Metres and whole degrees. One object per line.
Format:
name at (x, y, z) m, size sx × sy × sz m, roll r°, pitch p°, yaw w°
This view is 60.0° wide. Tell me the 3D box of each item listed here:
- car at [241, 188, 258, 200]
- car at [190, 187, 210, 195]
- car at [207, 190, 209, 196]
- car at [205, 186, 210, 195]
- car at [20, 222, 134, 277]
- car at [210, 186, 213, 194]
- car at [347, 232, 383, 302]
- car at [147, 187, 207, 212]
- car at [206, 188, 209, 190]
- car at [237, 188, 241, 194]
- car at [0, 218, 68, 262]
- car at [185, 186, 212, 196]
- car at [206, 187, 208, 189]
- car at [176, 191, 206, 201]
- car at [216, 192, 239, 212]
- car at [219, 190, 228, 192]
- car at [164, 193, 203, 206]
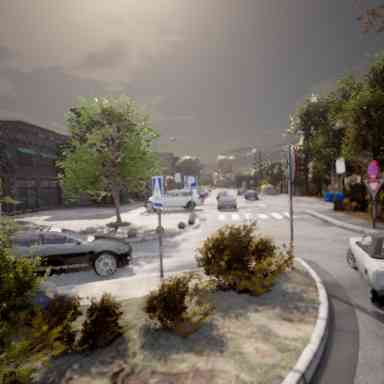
car at (9.076, 0.394, 51.612) m, size 1.812 × 1.442 × 4.674 m, roll -2°, pitch 1°, yaw 4°
car at (1.937, -0.205, 82.064) m, size 4.553 × 1.767 × 2.185 m, roll -3°, pitch 1°, yaw -15°
car at (-1.161, 0.964, 40.224) m, size 5.366 × 1.575 × 1.946 m, roll -3°, pitch 1°, yaw -16°
car at (0.088, 0.381, 58.136) m, size 4.553 × 1.767 × 2.185 m, roll -3°, pitch 2°, yaw -15°
car at (-4.252, 1.797, 9.935) m, size 4.902 × 1.511 × 2.128 m, roll -2°, pitch 1°, yaw -24°
car at (0.793, 0.028, 67.118) m, size 5.566 × 2.045 × 2.435 m, roll -3°, pitch 1°, yaw -15°
car at (4.991, 1.594, 7.973) m, size 1.895 × 1.301 × 4.718 m, roll -2°, pitch 0°, yaw 19°
car at (-1.826, 0.883, 34.160) m, size 5.566 × 2.045 × 2.435 m, roll -3°, pitch 2°, yaw -16°
car at (-0.640, 0.741, 49.152) m, size 5.008 × 1.535 × 2.097 m, roll -3°, pitch 2°, yaw -15°
car at (10.296, -0.063, 68.362) m, size 2.128 × 1.511 × 4.902 m, roll -2°, pitch 1°, yaw 4°
car at (-7.420, 1.899, 13.265) m, size 4.181 × 1.385 × 1.994 m, roll -2°, pitch 2°, yaw -5°
car at (1.501, -0.191, 76.104) m, size 5.566 × 2.045 × 2.435 m, roll -3°, pitch 1°, yaw -16°
car at (-0.451, 0.539, 52.145) m, size 4.553 × 1.767 × 2.185 m, roll -3°, pitch 1°, yaw -16°
car at (-0.176, 0.626, 55.144) m, size 4.674 × 1.452 × 2.002 m, roll -3°, pitch 1°, yaw -15°
car at (3.382, 1.036, 32.524) m, size 1.812 × 1.442 × 4.674 m, roll -2°, pitch 1°, yaw 4°
car at (5.435, 0.398, 58.430) m, size 1.994 × 1.385 × 4.181 m, roll -2°, pitch 1°, yaw 5°
car at (-1.115, 0.938, 43.171) m, size 4.674 × 1.452 × 2.002 m, roll -3°, pitch 1°, yaw -16°
